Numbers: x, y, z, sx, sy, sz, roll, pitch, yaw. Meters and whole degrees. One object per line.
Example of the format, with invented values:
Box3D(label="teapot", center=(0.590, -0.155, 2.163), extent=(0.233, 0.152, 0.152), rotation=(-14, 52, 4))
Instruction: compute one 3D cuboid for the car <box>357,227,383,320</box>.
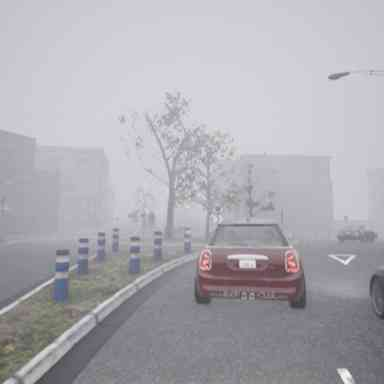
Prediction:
Box3D(label="car", center=(3.927, 1.480, 4.139), extent=(1.812, 1.442, 4.674), rotation=(-1, 1, 7))

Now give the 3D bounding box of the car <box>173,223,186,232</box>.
Box3D(label="car", center=(-2.093, 6.040, 57.185), extent=(1.837, 1.490, 4.892), rotation=(1, -1, -13))

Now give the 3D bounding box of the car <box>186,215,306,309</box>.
Box3D(label="car", center=(1.424, 1.386, 8.150), extent=(2.097, 1.767, 4.553), rotation=(-1, -2, 11))

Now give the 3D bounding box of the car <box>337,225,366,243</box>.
Box3D(label="car", center=(13.738, 3.479, 27.573), extent=(2.033, 1.411, 5.357), rotation=(-6, -9, 42))
